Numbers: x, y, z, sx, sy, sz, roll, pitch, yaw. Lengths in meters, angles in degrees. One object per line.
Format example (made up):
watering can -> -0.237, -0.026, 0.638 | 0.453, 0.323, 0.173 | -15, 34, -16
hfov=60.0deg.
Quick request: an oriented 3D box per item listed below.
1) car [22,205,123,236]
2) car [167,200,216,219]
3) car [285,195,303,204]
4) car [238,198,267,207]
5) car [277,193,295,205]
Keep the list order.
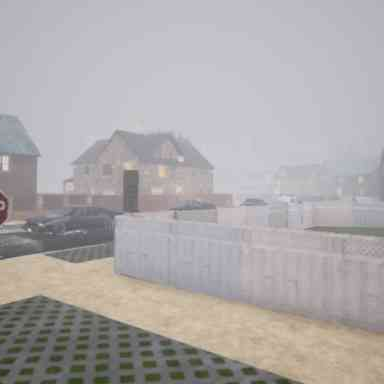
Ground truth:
car -> -6.098, 1.412, 17.901 | 2.033, 1.411, 5.357 | 2, 1, 37
car -> -0.001, 1.354, 25.997 | 2.128, 1.511, 4.902 | 2, 1, 37
car -> 13.844, 1.511, 44.617 | 2.033, 1.411, 5.357 | 2, 1, 16
car -> 6.502, 1.377, 35.194 | 1.837, 1.490, 4.892 | 2, 1, 31
car -> 15.662, 1.124, 54.896 | 2.150, 2.045, 5.566 | 1, 0, 3
